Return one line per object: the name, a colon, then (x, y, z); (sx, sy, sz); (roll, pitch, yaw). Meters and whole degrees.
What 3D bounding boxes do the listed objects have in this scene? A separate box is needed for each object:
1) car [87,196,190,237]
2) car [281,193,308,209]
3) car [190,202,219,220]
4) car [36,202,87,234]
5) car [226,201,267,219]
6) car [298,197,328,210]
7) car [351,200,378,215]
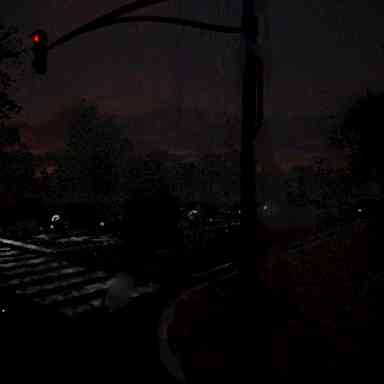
car: (-2.841, 1.256, 19.028); (2.150, 2.045, 5.566); (1, 1, 38)
car: (14.338, 1.179, 45.928); (2.150, 2.045, 5.566); (1, 0, 39)
car: (0.165, 1.538, 28.091); (2.033, 1.411, 5.357); (1, 0, 38)
car: (-6.640, 1.360, 19.461); (2.097, 1.767, 4.553); (1, 0, 38)
car: (4.807, 1.520, 28.721); (1.837, 1.490, 4.892); (1, 0, 39)
car: (15.650, 1.586, 42.379); (1.895, 1.301, 4.718); (1, 0, 39)
car: (18.062, 1.558, 34.716); (1.837, 1.490, 4.892); (1, 1, 38)
